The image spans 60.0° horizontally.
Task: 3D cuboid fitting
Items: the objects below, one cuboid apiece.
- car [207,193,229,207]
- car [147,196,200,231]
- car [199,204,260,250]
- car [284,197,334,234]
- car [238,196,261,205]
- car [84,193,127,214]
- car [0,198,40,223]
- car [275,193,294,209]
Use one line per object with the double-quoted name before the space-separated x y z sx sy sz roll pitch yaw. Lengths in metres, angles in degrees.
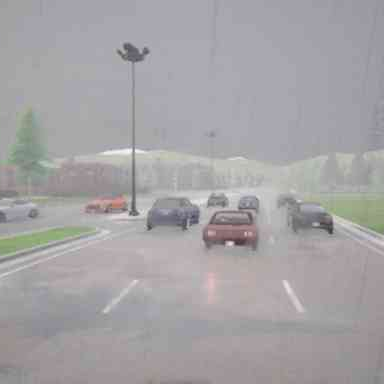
"car" 2.828 0.880 35.650 2.128 1.511 4.902 0 1 12
"car" -0.880 1.036 18.374 2.097 1.767 4.553 0 1 11
"car" 1.642 1.373 13.172 1.895 1.301 4.718 0 1 10
"car" 5.973 1.229 17.095 1.812 1.442 4.674 0 1 11
"car" 5.109 1.036 29.747 2.033 1.411 5.357 0 1 12
"car" -7.232 0.873 28.112 2.097 1.767 4.553 0 1 12
"car" -12.172 1.152 22.096 1.812 1.442 4.674 0 1 13
"car" 9.717 0.912 34.379 1.837 1.490 4.892 0 1 12
